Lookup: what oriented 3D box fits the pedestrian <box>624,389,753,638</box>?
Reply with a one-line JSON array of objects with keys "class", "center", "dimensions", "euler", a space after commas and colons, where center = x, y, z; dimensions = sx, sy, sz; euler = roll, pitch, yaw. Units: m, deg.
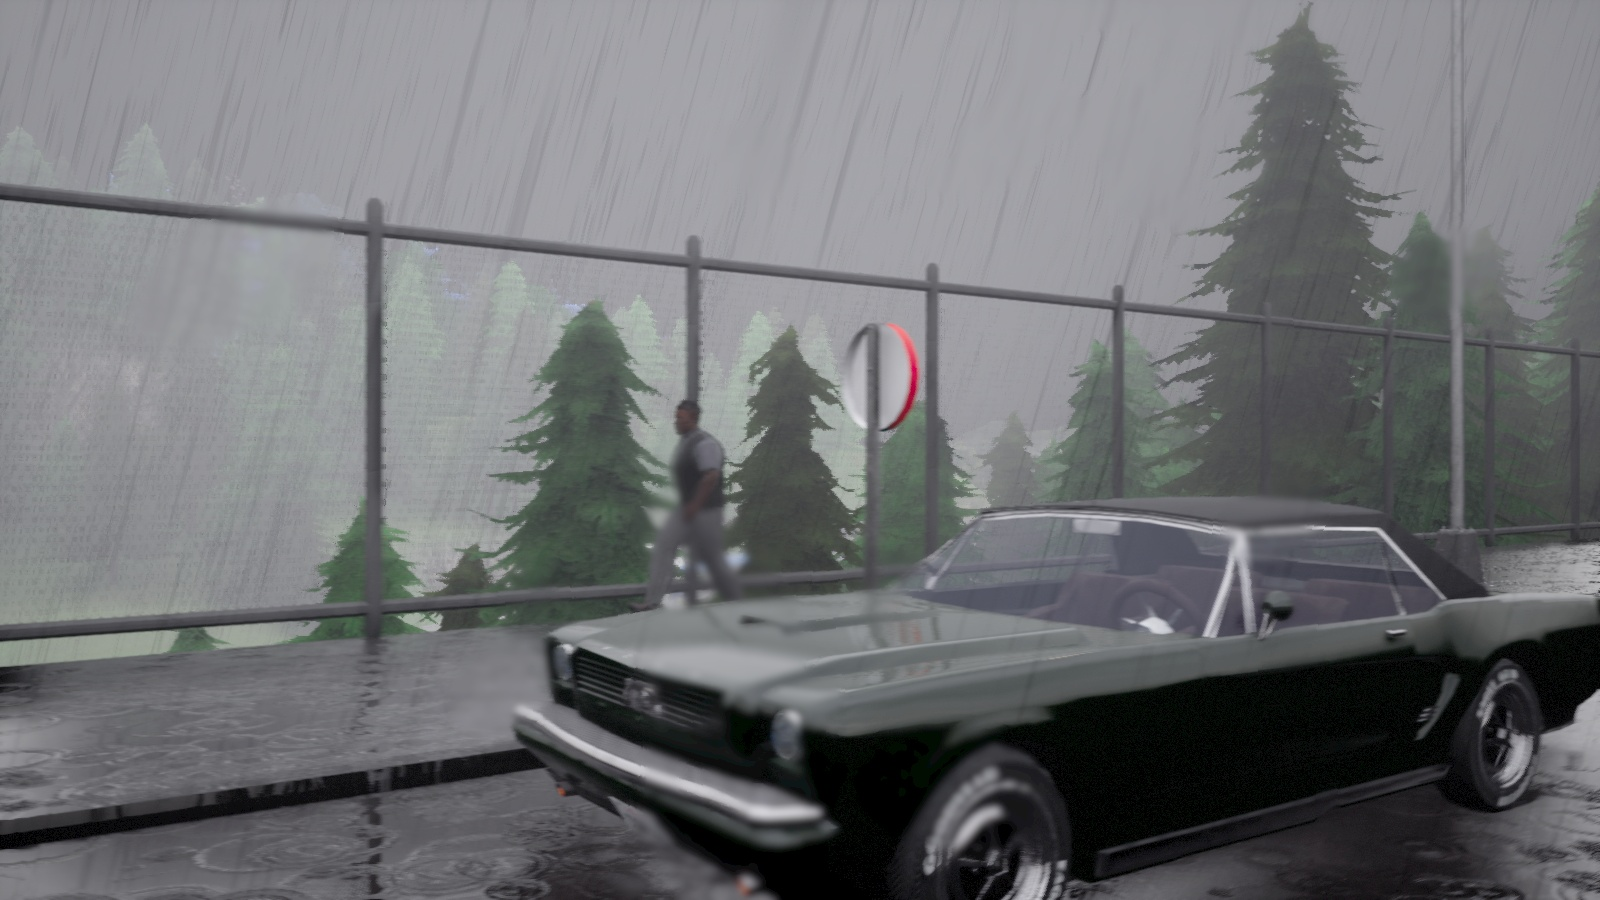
[{"class": "pedestrian", "center": [-0.887, 0.481, 9.992], "dimensions": [0.849, 1.883, 0.563], "euler": [0, 0, -35]}]

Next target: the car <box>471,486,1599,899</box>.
[{"class": "car", "center": [1.278, 0.855, 5.156], "dimensions": [4.718, 1.301, 1.895], "euler": [0, 0, -35]}]
